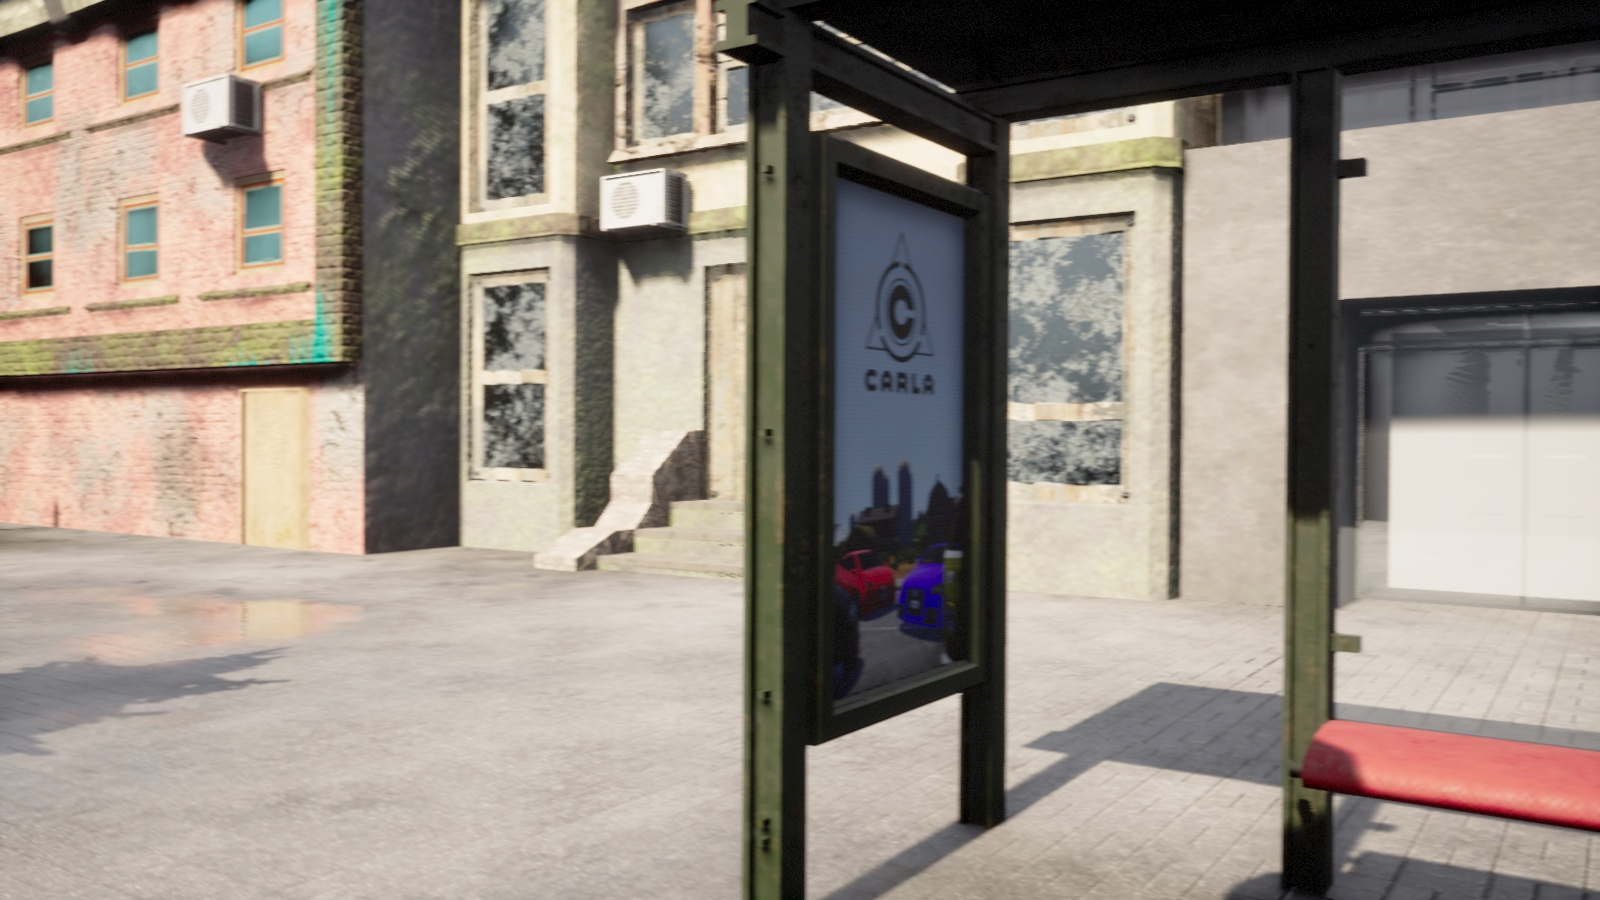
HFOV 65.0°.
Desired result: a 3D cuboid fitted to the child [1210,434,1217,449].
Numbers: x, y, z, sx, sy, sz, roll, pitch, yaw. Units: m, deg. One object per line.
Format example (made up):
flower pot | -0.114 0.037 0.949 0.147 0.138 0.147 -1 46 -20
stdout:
child | 30.858 -0.665 93.708 0.394 1.110 0.255 0 1 32
